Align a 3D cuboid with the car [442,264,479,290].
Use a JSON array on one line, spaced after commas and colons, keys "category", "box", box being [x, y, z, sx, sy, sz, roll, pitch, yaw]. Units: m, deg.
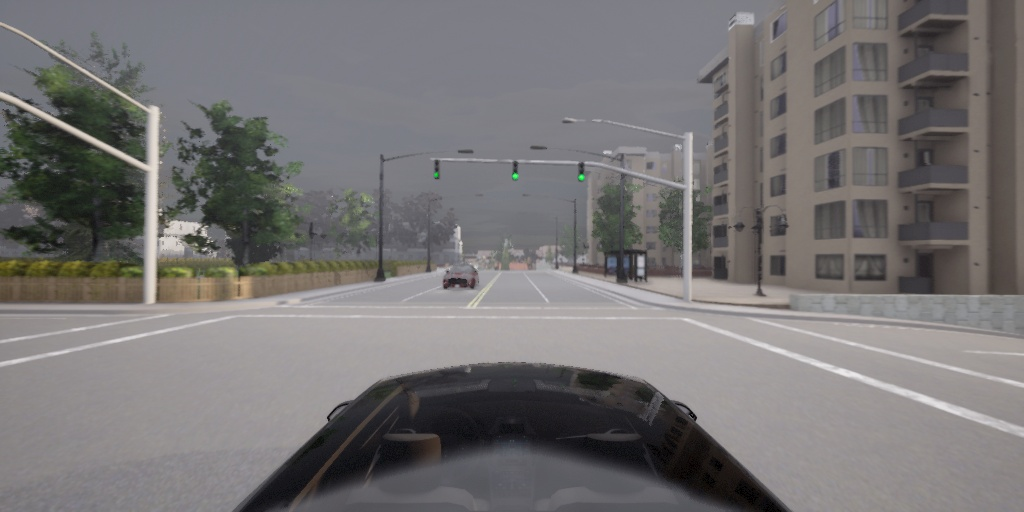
[{"category": "car", "box": [-3.496, 1.355, 25.170, 2.097, 1.767, 4.553, 1, -1, 0]}]
